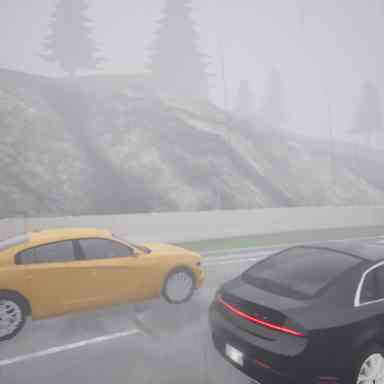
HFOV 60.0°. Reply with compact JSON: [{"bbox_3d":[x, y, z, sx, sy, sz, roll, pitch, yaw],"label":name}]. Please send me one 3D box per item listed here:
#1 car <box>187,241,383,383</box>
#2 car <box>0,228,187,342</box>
[{"bbox_3d":[2.550,1.489,4.775,4.892,1.490,1.837,0,0,-30],"label":"car"},{"bbox_3d":[-2.091,1.439,6.427,5.008,1.535,1.882,0,0,-32],"label":"car"}]
